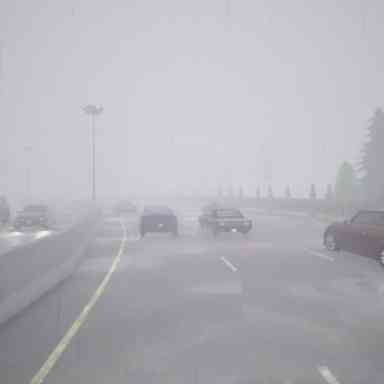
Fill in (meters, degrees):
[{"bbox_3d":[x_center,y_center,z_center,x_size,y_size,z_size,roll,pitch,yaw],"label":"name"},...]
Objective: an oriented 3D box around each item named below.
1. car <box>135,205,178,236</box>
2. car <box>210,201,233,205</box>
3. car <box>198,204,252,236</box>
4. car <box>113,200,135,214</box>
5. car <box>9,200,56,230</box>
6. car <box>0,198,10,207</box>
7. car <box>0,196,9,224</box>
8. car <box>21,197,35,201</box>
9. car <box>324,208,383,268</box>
[{"bbox_3d":[-1.997,1.464,18.531,1.882,1.535,5.008,0,0,-11],"label":"car"},{"bbox_3d":[2.468,1.503,29.641,2.033,1.411,5.357,0,0,-17],"label":"car"},{"bbox_3d":[1.643,1.568,18.337,1.895,1.301,4.718,0,0,-10],"label":"car"},{"bbox_3d":[-7.355,1.581,36.229,1.994,1.385,4.181,0,0,-22],"label":"car"},{"bbox_3d":[-10.085,1.535,21.661,1.837,1.490,4.892,0,0,-15],"label":"car"},{"bbox_3d":[-33.787,1.799,58.784,1.837,1.490,4.892,0,0,-42],"label":"car"},{"bbox_3d":[-13.781,1.272,22.138,2.150,2.045,5.566,0,0,-16],"label":"car"},{"bbox_3d":[-28.256,1.719,57.650,1.837,1.490,4.892,0,0,-39],"label":"car"},{"bbox_3d":[6.244,1.307,10.897,2.097,1.767,4.553,0,0,-6],"label":"car"}]
